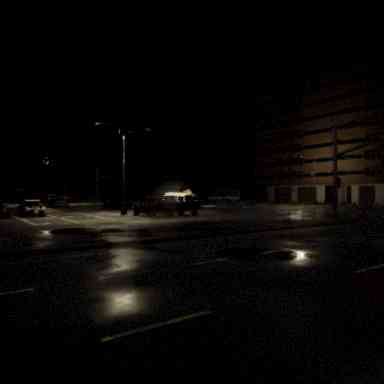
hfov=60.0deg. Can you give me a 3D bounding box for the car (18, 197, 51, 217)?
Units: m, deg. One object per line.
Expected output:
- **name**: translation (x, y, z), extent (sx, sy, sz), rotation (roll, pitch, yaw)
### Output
- **car**: translation (-14.043, 1.449, 29.220), extent (1.970, 1.475, 3.806), rotation (0, 0, -35)

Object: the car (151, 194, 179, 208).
- **car**: translation (-4.993, 1.514, 60.523), extent (1.882, 1.535, 5.008), rotation (0, 0, -35)

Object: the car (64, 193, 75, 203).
- **car**: translation (-23.442, 1.200, 62.358), extent (1.932, 1.855, 4.605), rotation (0, 0, -35)

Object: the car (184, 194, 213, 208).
- **car**: translation (1.380, 1.582, 57.540), extent (2.033, 1.411, 5.357), rotation (0, 0, -35)

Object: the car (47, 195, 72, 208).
- **car**: translation (-18.009, 1.445, 44.892), extent (1.970, 1.475, 3.806), rotation (0, 0, -35)

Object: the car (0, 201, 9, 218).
- **car**: translation (-16.412, 1.419, 27.556), extent (1.784, 1.438, 3.905), rotation (0, 0, -35)

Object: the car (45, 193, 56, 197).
- **car**: translation (-25.841, 1.205, 60.738), extent (1.905, 1.878, 3.866), rotation (0, 0, -35)
